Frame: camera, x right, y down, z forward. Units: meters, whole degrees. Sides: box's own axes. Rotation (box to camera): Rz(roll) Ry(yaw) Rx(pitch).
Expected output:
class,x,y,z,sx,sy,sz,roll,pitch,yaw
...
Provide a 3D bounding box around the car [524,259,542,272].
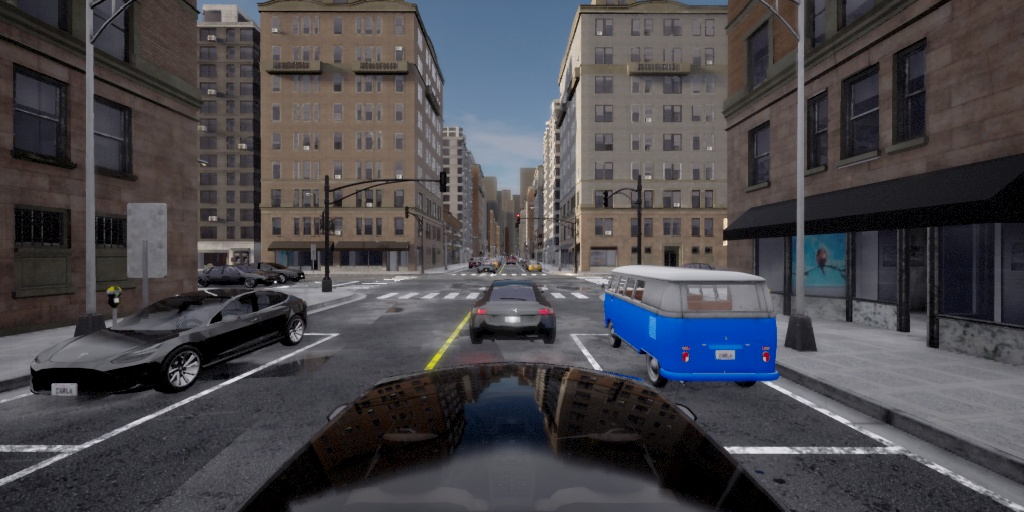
class,x,y,z,sx,sy,sz,roll,pitch,yaw
car,2.908,1.267,46.029,1.751,1.417,4.829,0,0,0

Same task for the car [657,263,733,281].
class,x,y,z,sx,sy,sz,roll,pitch,yaw
car,15.220,1.289,29.987,5.357,1.411,2.033,0,0,0

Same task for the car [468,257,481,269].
class,x,y,z,sx,sy,sz,roll,pitch,yaw
car,-5.702,1.051,56.845,2.192,1.841,5.009,0,0,0

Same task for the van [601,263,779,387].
class,x,y,z,sx,sy,sz,roll,pitch,yaw
van,2.882,1.090,6.669,1.690,1.789,3.998,0,0,0

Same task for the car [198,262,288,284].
class,x,y,z,sx,sy,sz,roll,pitch,yaw
car,-17.901,1.282,23.095,5.357,1.411,2.033,0,0,0

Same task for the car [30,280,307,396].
class,x,y,z,sx,sy,sz,roll,pitch,yaw
car,-5.643,1.316,6.710,1.948,1.339,4.313,0,0,0

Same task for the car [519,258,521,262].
class,x,y,z,sx,sy,sz,roll,pitch,yaw
car,2.780,1.297,62.437,1.948,1.339,4.313,0,0,0

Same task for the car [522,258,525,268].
class,x,y,z,sx,sy,sz,roll,pitch,yaw
car,2.866,1.179,51.385,1.967,1.591,4.097,0,0,0

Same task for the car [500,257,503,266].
class,x,y,z,sx,sy,sz,roll,pitch,yaw
car,-3.153,1.331,64.556,1.895,1.301,4.718,0,0,0

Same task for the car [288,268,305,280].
class,x,y,z,sx,sy,sz,roll,pitch,yaw
car,-17.871,1.230,26.347,4.892,1.490,1.837,0,0,0

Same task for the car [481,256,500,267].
class,x,y,z,sx,sy,sz,roll,pitch,yaw
car,-3.099,1.216,52.907,1.882,1.535,5.008,0,0,0

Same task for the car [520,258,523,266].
class,x,y,z,sx,sy,sz,roll,pitch,yaw
car,2.823,1.286,56.911,2.007,1.370,4.403,0,0,0

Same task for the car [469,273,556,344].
class,x,y,z,sx,sy,sz,roll,pitch,yaw
car,0.042,1.314,9.592,1.994,1.385,4.181,0,0,1

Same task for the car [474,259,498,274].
class,x,y,z,sx,sy,sz,roll,pitch,yaw
car,-2.824,1.305,39.866,1.994,1.385,4.181,0,0,-3
